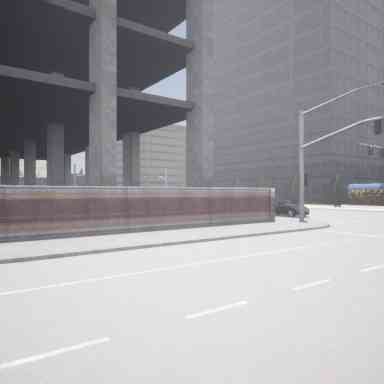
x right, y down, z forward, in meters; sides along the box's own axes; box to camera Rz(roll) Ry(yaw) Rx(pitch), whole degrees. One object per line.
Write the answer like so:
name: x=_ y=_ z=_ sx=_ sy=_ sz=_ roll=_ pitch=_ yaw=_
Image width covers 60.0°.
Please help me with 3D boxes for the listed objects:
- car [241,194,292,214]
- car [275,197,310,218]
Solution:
car: x=8.223 y=1.221 z=37.318 sx=2.150 sy=2.045 sz=5.566 roll=0 pitch=0 yaw=-36
car: x=8.547 y=1.505 z=30.860 sx=1.837 sy=1.490 sz=4.892 roll=0 pitch=0 yaw=-35
